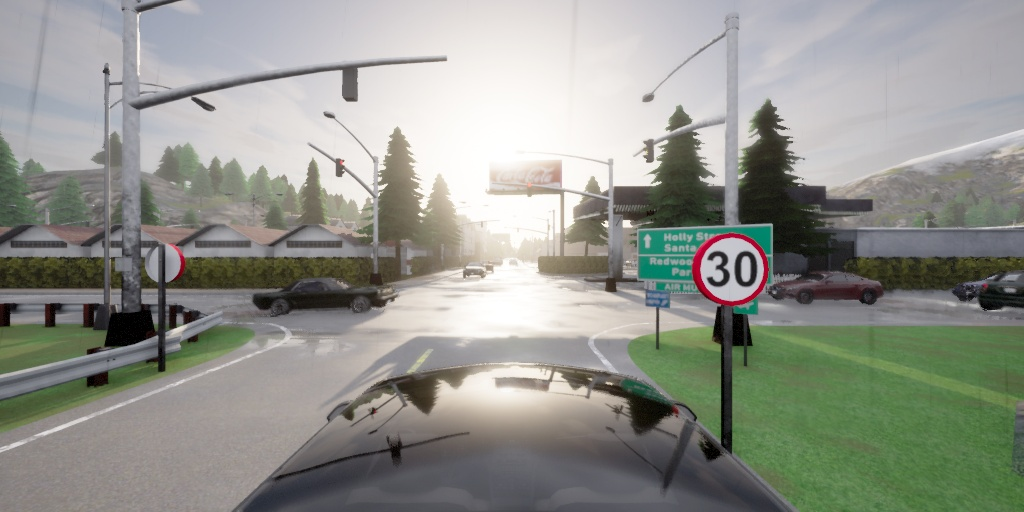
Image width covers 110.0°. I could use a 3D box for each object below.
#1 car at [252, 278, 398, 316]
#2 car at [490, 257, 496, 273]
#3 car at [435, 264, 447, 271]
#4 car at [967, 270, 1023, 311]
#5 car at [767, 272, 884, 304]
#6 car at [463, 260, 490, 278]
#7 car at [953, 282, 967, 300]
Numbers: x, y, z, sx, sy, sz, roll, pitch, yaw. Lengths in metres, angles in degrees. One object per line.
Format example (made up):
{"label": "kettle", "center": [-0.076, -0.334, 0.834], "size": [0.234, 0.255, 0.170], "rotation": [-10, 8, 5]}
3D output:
{"label": "car", "center": [-6.888, 1.470, 13.598], "size": [4.718, 1.301, 1.895], "rotation": [-2, 0, 1]}
{"label": "car", "center": [-3.184, 1.269, 44.097], "size": [1.882, 1.535, 5.008], "rotation": [0, -1, -3]}
{"label": "car", "center": [-12.024, 1.489, 50.982], "size": [5.357, 1.411, 2.033], "rotation": [0, 0, 0]}
{"label": "car", "center": [20.589, 1.293, 13.272], "size": [4.553, 1.767, 2.097], "rotation": [0, 0, 1]}
{"label": "car", "center": [14.802, 1.467, 17.022], "size": [4.674, 1.442, 1.812], "rotation": [0, 0, 0]}
{"label": "car", "center": [-3.459, 1.291, 33.806], "size": [1.812, 1.442, 4.674], "rotation": [1, -1, 1]}
{"label": "car", "center": [23.935, 1.467, 16.928], "size": [4.674, 1.442, 1.812], "rotation": [0, 0, 1]}
